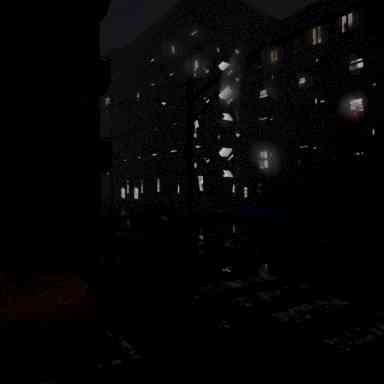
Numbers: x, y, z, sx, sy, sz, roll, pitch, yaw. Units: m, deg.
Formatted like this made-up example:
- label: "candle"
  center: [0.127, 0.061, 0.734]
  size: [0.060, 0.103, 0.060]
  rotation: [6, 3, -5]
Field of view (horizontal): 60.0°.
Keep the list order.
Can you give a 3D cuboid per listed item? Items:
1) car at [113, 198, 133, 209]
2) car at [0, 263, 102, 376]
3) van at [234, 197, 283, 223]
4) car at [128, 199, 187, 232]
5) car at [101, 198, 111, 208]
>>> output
- label: "car"
  center: [-8.416, 1.463, 43.227]
  size: [1.887, 1.381, 4.507]
  rotation: [-1, 0, -36]
- label: "car"
  center: [-3.602, 1.525, 3.995]
  size: [4.829, 1.417, 1.752]
  rotation: [0, 0, -36]
- label: "van"
  center: [4.892, 1.280, 24.904]
  size: [1.690, 1.788, 3.998]
  rotation: [0, 0, -36]
- label: "car"
  center: [-1.899, 1.441, 19.995]
  size: [1.967, 1.590, 4.097]
  rotation: [0, 0, -36]
- label: "car"
  center: [-11.742, 1.463, 47.808]
  size: [1.887, 1.381, 4.507]
  rotation: [-1, 0, -36]
